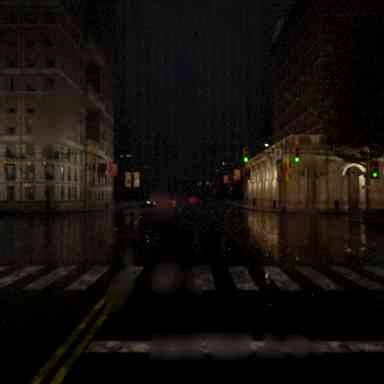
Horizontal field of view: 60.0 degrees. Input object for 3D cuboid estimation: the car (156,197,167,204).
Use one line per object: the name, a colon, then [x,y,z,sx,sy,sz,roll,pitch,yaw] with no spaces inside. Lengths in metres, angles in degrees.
car: [-6.855,1.978,75.542,2.033,1.411,5.357,0,0,1]

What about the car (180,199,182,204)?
car: [-3.528,1.918,63.780,2.033,1.411,5.357,0,0,1]

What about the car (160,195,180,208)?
car: [-3.590,1.667,54.309,2.097,1.767,4.553,0,0,0]

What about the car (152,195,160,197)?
car: [-7.000,1.600,65.117,2.150,2.045,5.566,0,0,1]

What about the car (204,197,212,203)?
car: [3.674,1.918,78.263,2.033,1.411,5.357,0,0,1]

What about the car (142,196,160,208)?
car: [-7.097,1.868,55.240,2.033,1.411,5.357,0,0,0]

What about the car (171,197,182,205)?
car: [-3.372,1.954,73.879,2.128,1.511,4.902,0,0,1]

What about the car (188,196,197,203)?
car: [0.174,1.734,78.268,2.097,1.767,4.553,0,0,1]
